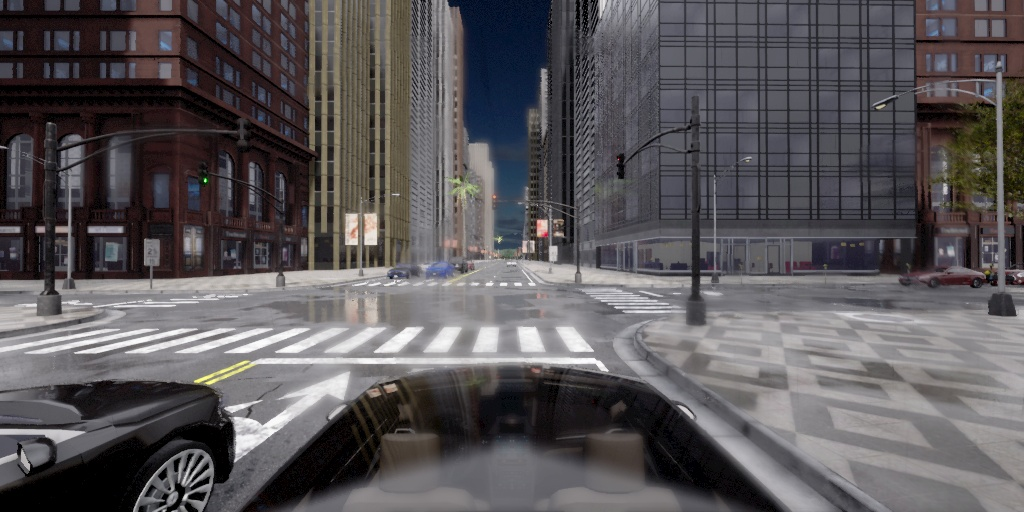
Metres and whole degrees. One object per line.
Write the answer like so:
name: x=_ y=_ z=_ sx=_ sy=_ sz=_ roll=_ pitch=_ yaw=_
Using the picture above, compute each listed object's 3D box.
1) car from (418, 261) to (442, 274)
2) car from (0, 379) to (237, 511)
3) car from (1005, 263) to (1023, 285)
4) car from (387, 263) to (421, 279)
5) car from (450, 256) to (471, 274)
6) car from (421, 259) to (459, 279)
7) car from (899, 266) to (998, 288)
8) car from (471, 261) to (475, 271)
car: x=-9.923 y=1.371 z=43.729 sx=1.812 sy=1.442 sz=4.674 roll=0 pitch=0 yaw=0
car: x=-3.138 y=1.241 z=0.933 sx=2.128 sy=1.511 sz=4.902 roll=0 pitch=0 yaw=-1
car: x=32.068 y=1.116 z=22.125 sx=4.097 sy=1.591 sz=1.967 roll=0 pitch=0 yaw=-1
car: x=-9.871 y=1.361 z=33.542 sx=2.033 sy=1.411 sz=5.357 roll=0 pitch=0 yaw=3
car: x=-6.669 y=1.067 z=43.680 sx=2.150 sy=2.045 sz=5.566 roll=0 pitch=0 yaw=0
car: x=-6.651 y=1.291 z=33.573 sx=1.882 sy=1.535 sz=5.008 roll=0 pitch=0 yaw=2
car: x=26.430 y=1.274 z=22.027 sx=4.207 sy=1.307 sz=1.802 roll=0 pitch=0 yaw=-1
car: x=-6.670 y=1.411 z=53.970 sx=1.812 sy=1.442 sz=4.674 roll=0 pitch=0 yaw=0
